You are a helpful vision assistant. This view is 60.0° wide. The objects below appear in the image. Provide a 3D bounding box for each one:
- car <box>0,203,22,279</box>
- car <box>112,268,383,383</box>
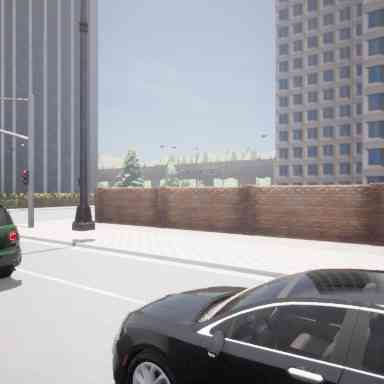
[{"bbox_3d":[-6.735,1.221,8.778,5.566,2.045,2.150,0,0,35],"label":"car"},{"bbox_3d":[1.343,1.505,3.035,4.892,1.490,1.837,0,0,36],"label":"car"}]
